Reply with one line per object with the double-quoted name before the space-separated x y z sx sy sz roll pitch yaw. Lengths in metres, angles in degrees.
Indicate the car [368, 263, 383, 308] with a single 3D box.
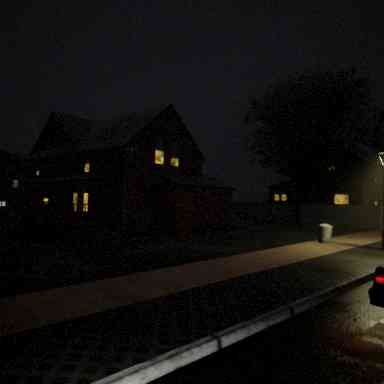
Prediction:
"car" 5.569 1.627 7.063 5.357 1.411 2.033 1 -1 -43
